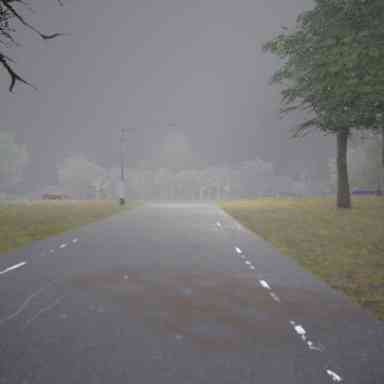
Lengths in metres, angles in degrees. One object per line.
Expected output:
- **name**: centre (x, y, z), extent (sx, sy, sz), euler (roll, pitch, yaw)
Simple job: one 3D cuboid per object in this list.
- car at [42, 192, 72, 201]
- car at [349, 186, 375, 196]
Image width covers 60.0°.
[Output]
- **car**: centre (-23.635, 0.763, 58.172), extent (5.008, 1.535, 1.882), euler (-1, -2, 1)
- **car**: centre (33.040, -0.094, 65.678), extent (5.566, 2.045, 2.150), euler (-1, -2, -1)
